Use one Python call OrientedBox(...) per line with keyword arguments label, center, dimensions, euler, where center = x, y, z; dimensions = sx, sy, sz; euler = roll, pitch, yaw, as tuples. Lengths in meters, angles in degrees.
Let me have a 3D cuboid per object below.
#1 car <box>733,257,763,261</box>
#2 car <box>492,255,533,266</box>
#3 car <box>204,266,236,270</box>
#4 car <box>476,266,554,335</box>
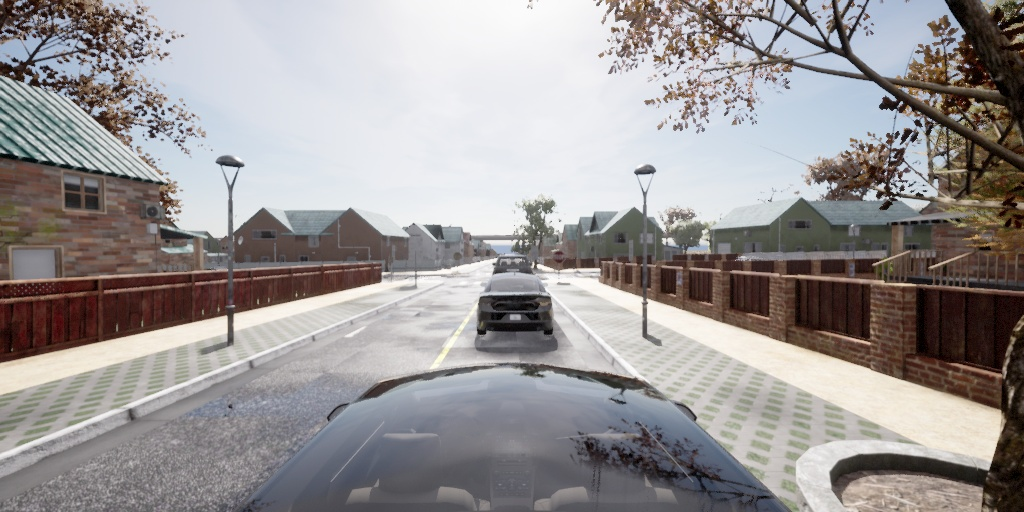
OrientedBox(label="car", center=(21.884, 0.796, 33.842), dimensions=(4.674, 1.442, 1.812), euler=(-1, 2, -1))
OrientedBox(label="car", center=(0.033, 0.956, 20.629), dimensions=(2.150, 2.045, 5.566), euler=(0, 0, 0))
OrientedBox(label="car", center=(-24.682, 1.640, 30.465), dimensions=(5.008, 1.535, 1.882), euler=(-1, 2, -1))
OrientedBox(label="car", center=(0.070, 1.220, 10.495), dimensions=(1.882, 1.535, 5.008), euler=(0, 0, 0))
